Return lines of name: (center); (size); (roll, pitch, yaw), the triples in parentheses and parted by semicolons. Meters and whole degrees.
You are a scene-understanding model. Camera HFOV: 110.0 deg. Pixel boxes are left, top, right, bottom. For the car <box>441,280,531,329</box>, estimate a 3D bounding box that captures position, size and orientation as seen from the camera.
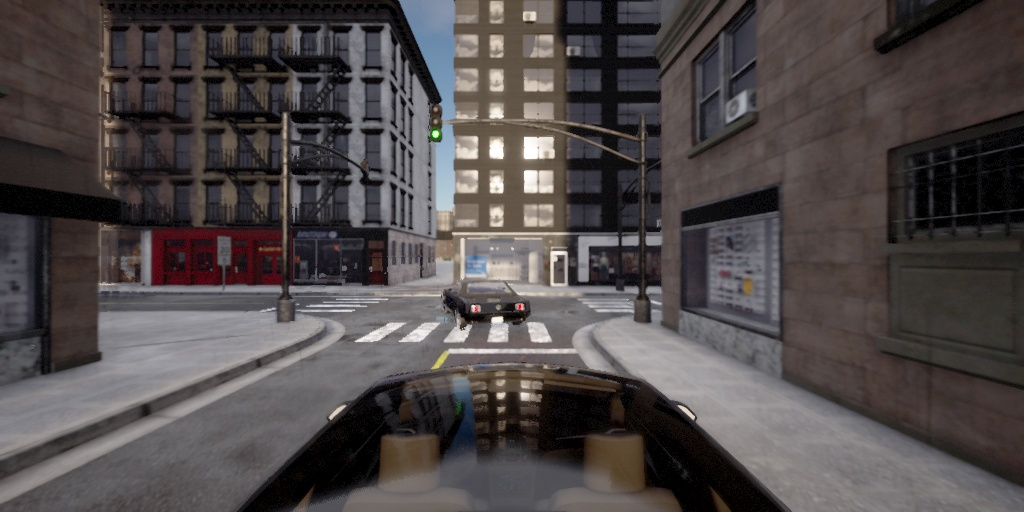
car: (-1.076, 1.402, 11.543); (1.895, 1.301, 4.718); (0, 0, -18)
